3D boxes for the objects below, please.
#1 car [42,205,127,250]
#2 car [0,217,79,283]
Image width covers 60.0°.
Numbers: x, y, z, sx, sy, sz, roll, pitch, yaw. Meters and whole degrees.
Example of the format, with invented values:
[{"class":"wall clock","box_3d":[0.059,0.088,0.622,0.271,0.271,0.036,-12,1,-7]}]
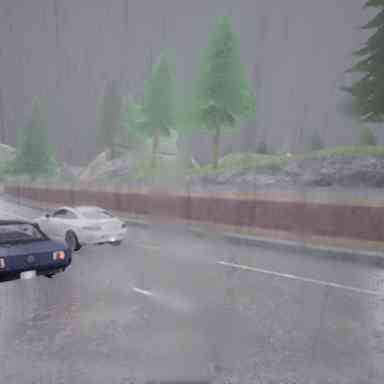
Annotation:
[{"class":"car","box_3d":[-4.260,1.213,12.359,4.674,1.442,1.812,3,1,43]},{"class":"car","box_3d":[-4.978,1.335,8.262,4.718,1.301,1.895,2,1,42]}]
